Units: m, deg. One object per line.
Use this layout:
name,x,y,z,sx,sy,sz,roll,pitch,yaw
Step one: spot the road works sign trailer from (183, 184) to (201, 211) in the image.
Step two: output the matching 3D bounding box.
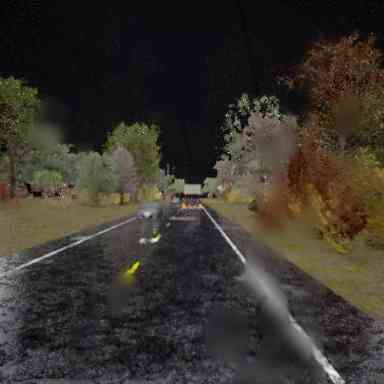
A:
road works sign trailer,0.033,0.691,43.694,2.380,3.560,2.880,0,0,0

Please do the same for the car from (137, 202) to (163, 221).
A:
car,-3.577,1.637,29.043,2.128,1.511,4.902,0,0,0

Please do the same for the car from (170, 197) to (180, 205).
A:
car,-3.455,1.897,69.872,2.128,1.511,4.902,0,0,0
